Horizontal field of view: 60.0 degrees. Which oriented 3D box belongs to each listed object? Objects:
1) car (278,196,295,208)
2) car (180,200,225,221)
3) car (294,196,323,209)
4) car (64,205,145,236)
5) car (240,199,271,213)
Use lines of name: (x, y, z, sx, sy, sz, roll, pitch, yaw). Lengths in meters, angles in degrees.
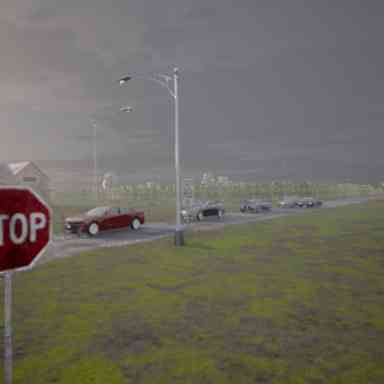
car: (12.694, 1.267, 43.112, 2.128, 1.511, 4.902, -1, 0, 37)
car: (0.858, 1.448, 27.151, 2.128, 1.511, 4.902, -1, 0, 36)
car: (14.603, 1.341, 40.802, 1.895, 1.301, 4.718, -1, 0, 36)
car: (-4.938, 1.524, 19.302, 1.882, 1.535, 5.008, -1, 0, 36)
car: (6.750, 1.430, 35.111, 1.994, 1.385, 4.181, -1, 0, 37)
